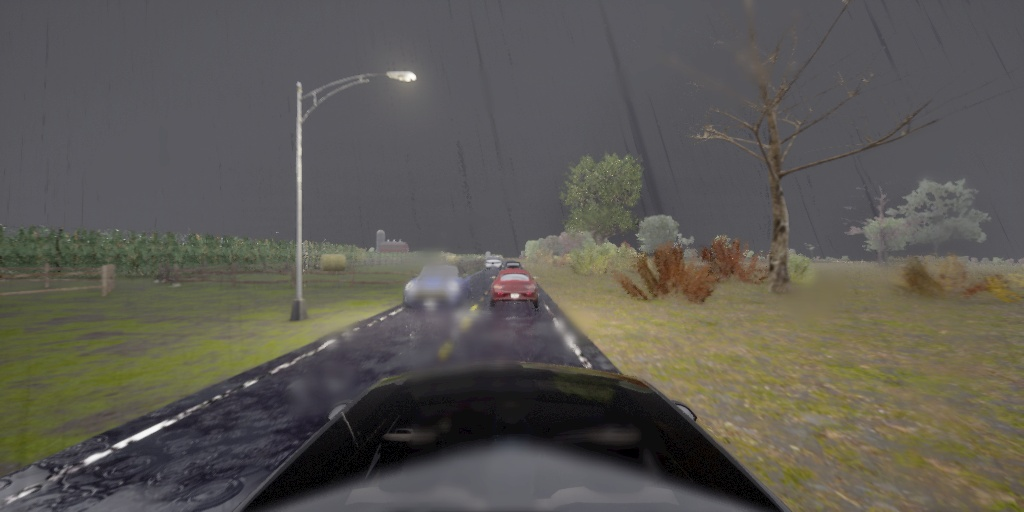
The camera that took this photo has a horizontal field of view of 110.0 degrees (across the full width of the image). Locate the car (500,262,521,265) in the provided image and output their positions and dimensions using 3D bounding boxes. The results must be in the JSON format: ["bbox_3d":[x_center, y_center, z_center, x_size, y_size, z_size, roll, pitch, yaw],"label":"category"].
[{"bbox_3d":[0.103,1.266,33.488,1.837,1.490,4.892,0,0,0],"label":"car"}]

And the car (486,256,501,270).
[{"bbox_3d":[-2.810,1.015,55.348,2.150,2.045,5.566,0,0,0],"label":"car"}]

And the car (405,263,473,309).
[{"bbox_3d":[-2.849,1.101,14.804,2.097,1.767,4.553,0,0,0],"label":"car"}]

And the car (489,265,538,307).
[{"bbox_3d":[0.102,1.275,15.236,1.812,1.442,4.674,0,0,0],"label":"car"}]
